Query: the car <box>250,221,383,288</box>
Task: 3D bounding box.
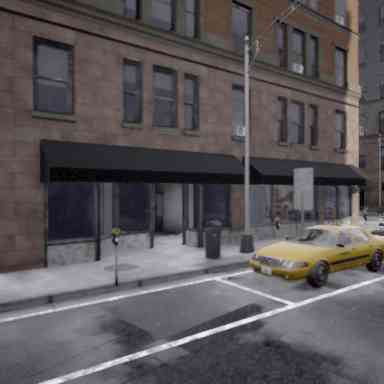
[{"bbox_3d":[3.702,1.504,9.173,4.829,1.417,1.752,0,0,-35],"label":"car"}]
